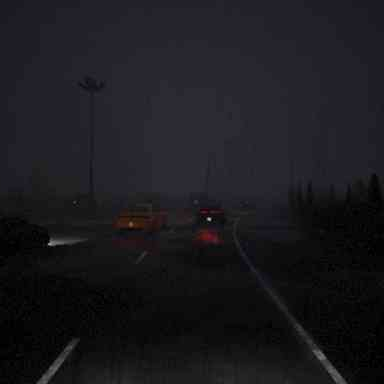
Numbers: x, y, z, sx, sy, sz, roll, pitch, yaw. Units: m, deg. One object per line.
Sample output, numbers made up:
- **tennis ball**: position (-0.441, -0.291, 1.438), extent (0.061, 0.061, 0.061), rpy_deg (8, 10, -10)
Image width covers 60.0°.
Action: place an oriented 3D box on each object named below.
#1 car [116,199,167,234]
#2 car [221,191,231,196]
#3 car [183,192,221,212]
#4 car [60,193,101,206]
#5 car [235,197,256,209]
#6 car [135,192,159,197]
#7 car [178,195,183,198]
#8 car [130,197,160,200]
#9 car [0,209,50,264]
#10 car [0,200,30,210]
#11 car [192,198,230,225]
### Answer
- **car**: position (-2.692, 1.405, 18.649), extent (1.882, 1.535, 5.008), rpy_deg (0, 0, 6)
- **car**: position (6.610, 0.902, 74.684), extent (2.150, 2.045, 5.566), rpy_deg (0, 0, 40)
- **car**: position (1.226, 1.066, 36.551), extent (2.150, 2.045, 5.566), rpy_deg (0, 0, 18)
- **car**: position (-12.883, 1.105, 38.906), extent (2.150, 2.045, 5.566), rpy_deg (0, 0, 17)
- **car**: position (6.566, 1.331, 40.784), extent (1.812, 1.442, 4.674), rpy_deg (0, 0, 21)
- **car**: position (-6.447, 1.068, 46.419), extent (2.150, 2.045, 5.566), rpy_deg (0, 0, 23)
- **car**: position (-1.150, 1.129, 70.347), extent (2.097, 1.767, 4.553), rpy_deg (0, 0, 34)
- **car**: position (-4.251, 1.412, 29.912), extent (1.812, 1.442, 4.674), rpy_deg (0, 0, 13)
- **car**: position (-6.751, 1.523, 11.686), extent (1.994, 1.385, 4.181), rpy_deg (0, 0, 2)
- **car**: position (-18.101, 1.476, 32.871), extent (1.994, 1.385, 4.181), rpy_deg (0, 0, 14)
- **car**: position (1.468, 1.406, 23.030), extent (1.837, 1.490, 4.892), rpy_deg (0, 0, 9)
